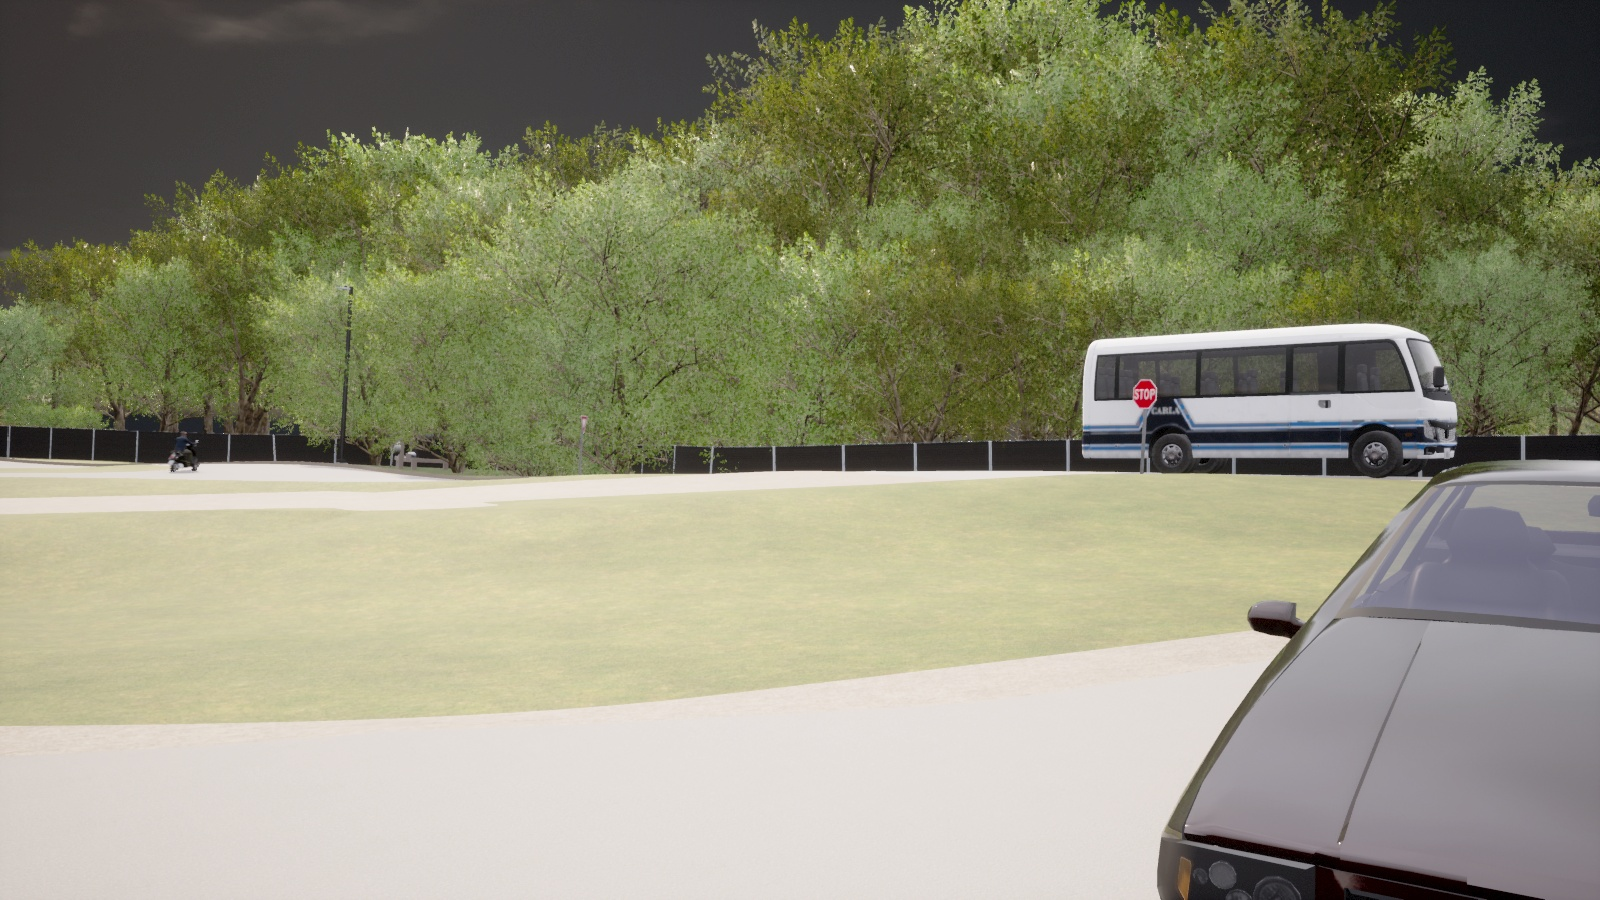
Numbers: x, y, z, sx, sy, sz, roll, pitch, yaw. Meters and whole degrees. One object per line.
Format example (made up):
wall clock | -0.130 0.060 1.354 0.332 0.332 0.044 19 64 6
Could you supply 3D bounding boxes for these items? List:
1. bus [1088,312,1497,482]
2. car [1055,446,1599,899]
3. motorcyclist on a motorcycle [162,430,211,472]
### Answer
bus | 13.965 -1.336 36.280 10.273 4.253 3.944 0 0 39
car | 2.823 0.751 4.234 2.033 1.411 5.357 2 2 33
motorcyclist on a motorcycle | -24.081 0.028 49.298 0.866 1.590 1.817 0 1 7
